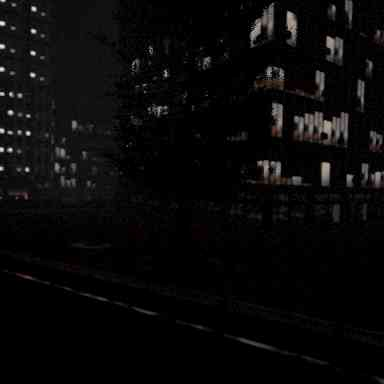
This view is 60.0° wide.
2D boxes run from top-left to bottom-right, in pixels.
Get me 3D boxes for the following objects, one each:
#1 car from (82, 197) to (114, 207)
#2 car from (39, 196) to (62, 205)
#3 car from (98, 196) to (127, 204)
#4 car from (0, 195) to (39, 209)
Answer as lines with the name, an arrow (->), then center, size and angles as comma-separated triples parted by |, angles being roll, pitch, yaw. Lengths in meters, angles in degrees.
car -> -14.461, 1.683, 51.053 | 4.507, 1.381, 1.887 | 1, 2, -35
car -> -23.597, 1.376, 54.321 | 4.403, 1.369, 2.008 | 1, 2, -35
car -> -14.404, 1.466, 60.660 | 4.829, 1.417, 1.752 | 1, 2, -35
car -> -23.787, 1.337, 44.612 | 5.009, 1.841, 2.192 | 1, 2, -35
